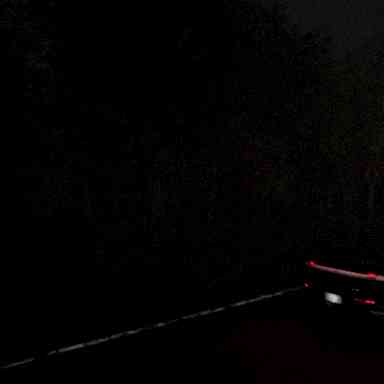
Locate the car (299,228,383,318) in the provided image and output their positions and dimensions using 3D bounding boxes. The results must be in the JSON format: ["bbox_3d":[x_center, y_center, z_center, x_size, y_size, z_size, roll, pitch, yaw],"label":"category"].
[{"bbox_3d":[4.254,1.496,6.777,4.902,1.511,2.128,0,0,-36],"label":"car"}]
